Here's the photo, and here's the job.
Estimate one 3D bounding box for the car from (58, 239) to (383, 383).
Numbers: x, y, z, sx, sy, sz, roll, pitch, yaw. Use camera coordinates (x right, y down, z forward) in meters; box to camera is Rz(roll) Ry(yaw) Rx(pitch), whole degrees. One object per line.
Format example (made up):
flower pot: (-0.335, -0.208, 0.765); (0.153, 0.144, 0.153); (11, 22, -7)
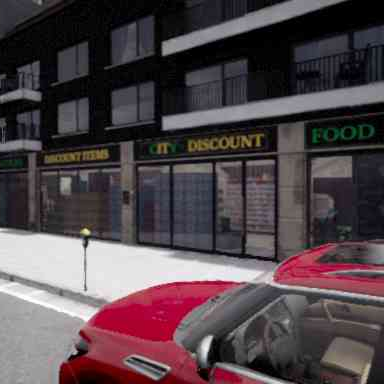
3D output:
car: (1.276, 1.283, 2.172); (5.009, 1.841, 2.192); (0, 1, 35)
